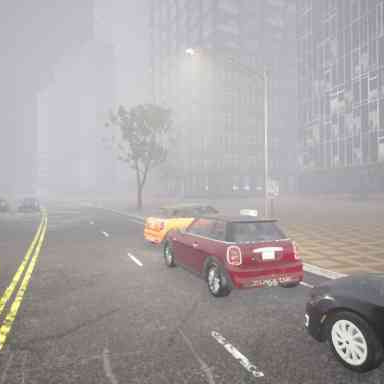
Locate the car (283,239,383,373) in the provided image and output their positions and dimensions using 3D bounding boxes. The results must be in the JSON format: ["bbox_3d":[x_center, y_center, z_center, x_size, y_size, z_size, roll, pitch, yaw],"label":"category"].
[{"bbox_3d":[3.572,1.505,3.507,1.837,1.490,4.892,0,0,-36],"label":"car"}]

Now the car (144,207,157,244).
[{"bbox_3d":[0.289,1.280,14.371,4.553,1.767,2.097,-3,1,-29],"label":"car"}]

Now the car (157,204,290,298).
[{"bbox_3d":[0.788,1.355,8.946,2.097,1.767,4.553,0,0,-23],"label":"car"}]

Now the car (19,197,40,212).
[{"bbox_3d":[-19.210,1.393,39.309,2.097,1.767,4.553,0,0,-25],"label":"car"}]

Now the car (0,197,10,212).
[{"bbox_3d":[-22.167,1.390,37.960,2.097,1.767,4.553,0,0,-25],"label":"car"}]
